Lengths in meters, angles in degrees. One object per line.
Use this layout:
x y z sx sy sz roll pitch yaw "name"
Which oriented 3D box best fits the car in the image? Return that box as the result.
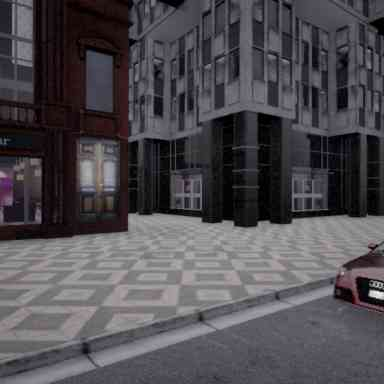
4.772 1.565 6.798 4.181 1.385 1.994 0 0 -36 "car"
